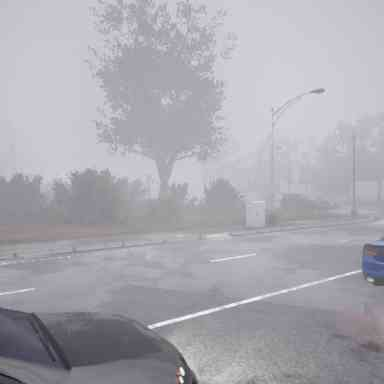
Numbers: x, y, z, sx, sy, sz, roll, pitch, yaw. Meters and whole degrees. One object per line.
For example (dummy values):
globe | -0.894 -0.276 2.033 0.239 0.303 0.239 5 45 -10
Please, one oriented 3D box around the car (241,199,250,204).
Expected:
car | 7.685 1.501 53.680 1.812 1.442 4.674 0 0 -33

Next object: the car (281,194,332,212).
car | 12.956 1.222 39.026 2.150 2.045 5.566 0 0 -32

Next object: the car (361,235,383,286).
car | 6.159 1.478 8.178 5.008 1.535 1.882 0 0 -36

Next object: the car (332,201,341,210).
car | 15.883 1.353 40.934 2.097 1.767 4.553 0 0 -33

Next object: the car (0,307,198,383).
car | -1.950 1.564 2.346 4.181 1.385 1.994 0 0 -36
